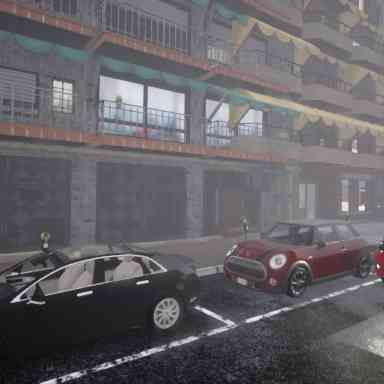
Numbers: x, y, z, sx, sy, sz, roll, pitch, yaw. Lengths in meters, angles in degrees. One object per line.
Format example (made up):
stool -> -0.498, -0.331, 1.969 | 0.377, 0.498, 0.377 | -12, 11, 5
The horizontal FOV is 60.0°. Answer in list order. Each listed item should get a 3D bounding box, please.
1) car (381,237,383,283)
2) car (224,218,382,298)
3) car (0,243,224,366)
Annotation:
car -> 6.774, 1.224, 8.182 | 5.566, 2.045, 2.150 | 0, 0, -35
car -> 2.729, 1.442, 8.472 | 4.097, 1.590, 1.967 | 0, 1, -35
car -> -1.880, 1.551, 5.201 | 4.403, 1.369, 2.008 | 0, 1, -35
